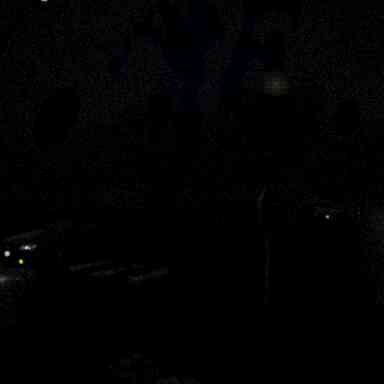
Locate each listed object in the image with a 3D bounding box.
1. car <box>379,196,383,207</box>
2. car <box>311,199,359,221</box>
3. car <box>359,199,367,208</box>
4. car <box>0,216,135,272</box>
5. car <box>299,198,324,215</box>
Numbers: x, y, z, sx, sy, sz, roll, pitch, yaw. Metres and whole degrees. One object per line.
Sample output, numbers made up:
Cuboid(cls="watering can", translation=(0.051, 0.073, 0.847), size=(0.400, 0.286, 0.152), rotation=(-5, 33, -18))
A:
Cuboid(cls="car", translation=(28.332, 1.364, 48.154), size=(2.128, 1.511, 4.902), rotation=(0, 0, 37))
Cuboid(cls="car", translation=(10.858, 1.429, 25.132), size=(1.895, 1.301, 4.718), rotation=(0, 0, 37))
Cuboid(cls="car", translation=(21.983, 1.340, 44.502), size=(1.895, 1.301, 4.718), rotation=(0, 0, 37))
Cuboid(cls="car", translation=(-3.832, 1.476, 10.654), size=(1.994, 1.385, 4.181), rotation=(0, 1, 37))
Cuboid(cls="car", translation=(11.565, 1.292, 30.932), size=(1.882, 1.535, 5.008), rotation=(0, 0, 37))
